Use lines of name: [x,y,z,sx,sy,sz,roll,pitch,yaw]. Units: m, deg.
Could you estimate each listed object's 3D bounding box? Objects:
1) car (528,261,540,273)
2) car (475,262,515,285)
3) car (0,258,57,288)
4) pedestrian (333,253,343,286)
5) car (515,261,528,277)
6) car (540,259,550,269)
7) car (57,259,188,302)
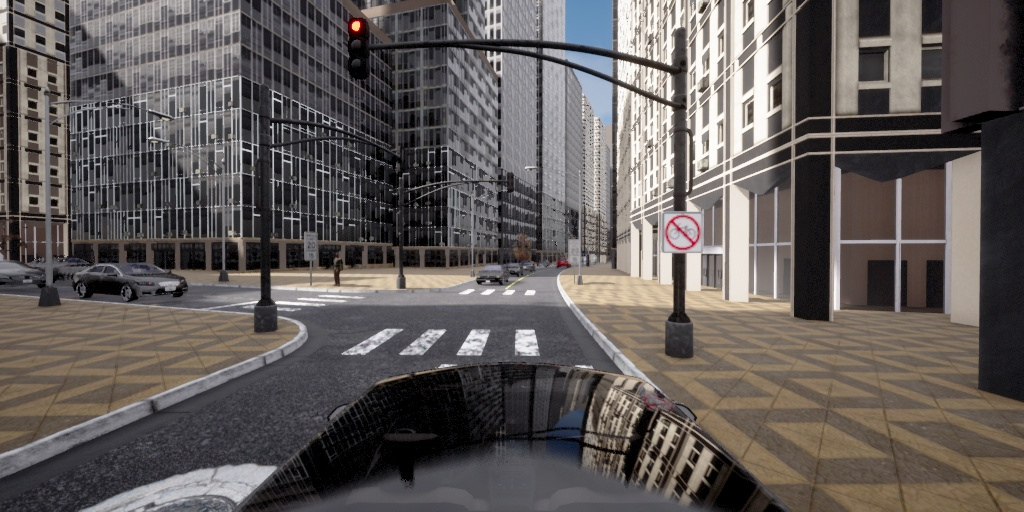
car: [1.909,1.354,46.865,2.128,1.511,4.902,0,0,11]
car: [-1.300,1.327,26.766,2.033,1.411,5.357,0,0,7]
car: [-25.921,0.940,18.198,4.674,1.442,1.812,1,1,17]
pedestrian: [-9.513,0.716,19.490,0.375,1.860,0.375,0,0,16]
car: [0.117,1.363,36.968,2.033,1.411,5.357,0,0,9]
car: [5.411,1.280,61.745,2.128,1.511,4.902,0,0,15]
car: [-16.362,1.043,15.395,4.902,1.511,2.128,1,1,16]
